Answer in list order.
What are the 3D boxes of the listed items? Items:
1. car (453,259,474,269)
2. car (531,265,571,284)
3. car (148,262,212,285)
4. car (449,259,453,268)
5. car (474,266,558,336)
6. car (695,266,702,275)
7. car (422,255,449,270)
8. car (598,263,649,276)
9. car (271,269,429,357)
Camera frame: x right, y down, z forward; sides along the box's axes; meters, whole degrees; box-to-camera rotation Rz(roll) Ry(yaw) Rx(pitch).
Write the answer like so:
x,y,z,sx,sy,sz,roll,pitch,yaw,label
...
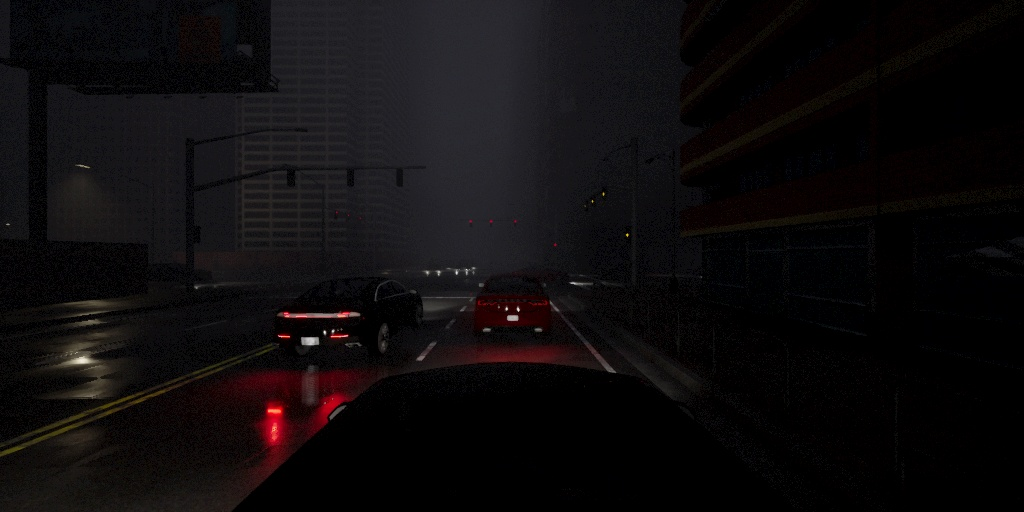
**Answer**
x,y,z,sx,sy,sz,roll,pitch,yaw,label
-7.489,1.255,55.614,1.837,1.490,4.892,0,0,0,car
2.118,1.313,26.004,4.181,1.385,1.994,0,0,0,car
-24.599,1.228,25.948,5.008,1.535,1.882,0,0,0,car
-11.011,1.297,61.904,2.033,1.411,5.357,0,0,0,car
0.012,1.228,10.440,1.882,1.535,5.008,0,0,0,car
21.452,1.228,36.698,5.008,1.535,1.882,0,0,0,car
-10.963,1.102,51.705,2.097,1.767,4.553,0,0,0,car
11.326,1.351,36.748,4.718,1.301,1.895,0,0,2,car
-3.476,1.242,8.552,2.128,1.511,4.902,0,0,-1,car
